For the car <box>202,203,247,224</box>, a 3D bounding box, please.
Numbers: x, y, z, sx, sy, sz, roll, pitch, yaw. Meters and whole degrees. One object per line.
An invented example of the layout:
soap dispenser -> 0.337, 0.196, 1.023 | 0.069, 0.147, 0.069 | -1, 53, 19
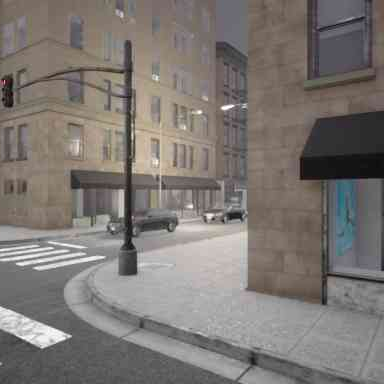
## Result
car -> 2.681, 1.640, 26.311 | 2.128, 1.511, 4.902 | 0, 0, 35

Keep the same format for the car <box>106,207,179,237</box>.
car -> -2.626, 1.620, 18.841 | 1.812, 1.442, 4.674 | 0, 0, 37
